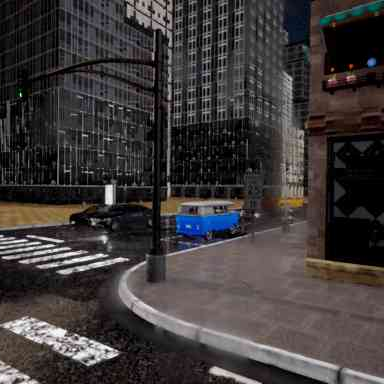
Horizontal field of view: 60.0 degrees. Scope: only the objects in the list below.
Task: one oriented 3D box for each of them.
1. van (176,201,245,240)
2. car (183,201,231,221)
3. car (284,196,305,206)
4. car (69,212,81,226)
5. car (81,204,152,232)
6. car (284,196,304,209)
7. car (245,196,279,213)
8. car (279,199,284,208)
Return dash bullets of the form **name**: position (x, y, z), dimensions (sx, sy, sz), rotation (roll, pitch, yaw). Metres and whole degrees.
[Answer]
- **van**: position (0.914, 1.368, 16.979), dimensions (1.690, 1.788, 3.998), rotation (1, 1, 36)
- **car**: position (1.301, 1.487, 27.502), dimensions (1.994, 1.385, 4.181), rotation (1, 1, 35)
- **car**: position (16.495, 1.363, 53.232), dimensions (1.752, 1.417, 4.829), rotation (1, 1, 36)
- **car**: position (-5.909, 1.467, 21.851), dimensions (1.947, 1.339, 4.313), rotation (1, 1, 36)
- **car**: position (-3.971, 1.466, 20.102), dimensions (1.812, 1.442, 4.674), rotation (1, 1, 37)
- **car**: position (12.993, 1.369, 43.784), dimensions (1.882, 1.535, 5.008), rotation (1, 1, 36)
- **car**: position (7.130, 1.258, 35.637), dimensions (2.097, 1.767, 4.553), rotation (1, 1, 36)
- **car**: position (10.165, 1.293, 44.363), dimensions (1.967, 1.590, 4.097), rotation (1, 1, 36)
